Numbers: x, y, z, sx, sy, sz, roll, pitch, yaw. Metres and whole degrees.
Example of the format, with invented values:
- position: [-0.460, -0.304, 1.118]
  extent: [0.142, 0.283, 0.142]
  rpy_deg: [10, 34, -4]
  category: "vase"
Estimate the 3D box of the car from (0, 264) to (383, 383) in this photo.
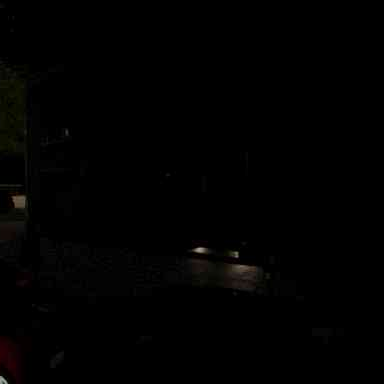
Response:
- position: [-0.046, 1.544, 2.844]
  extent: [4.507, 1.381, 1.887]
  rpy_deg: [0, 0, 35]
  category: "car"

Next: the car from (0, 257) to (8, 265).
- position: [-4.547, 1.580, 6.036]
  extent: [4.206, 1.307, 1.802]
  rpy_deg: [0, 0, 35]
  category: "car"

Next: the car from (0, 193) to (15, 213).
- position: [-20.520, 1.110, 32.761]
  extent: [2.150, 2.045, 5.566]
  rpy_deg: [0, 0, 35]
  category: "car"
